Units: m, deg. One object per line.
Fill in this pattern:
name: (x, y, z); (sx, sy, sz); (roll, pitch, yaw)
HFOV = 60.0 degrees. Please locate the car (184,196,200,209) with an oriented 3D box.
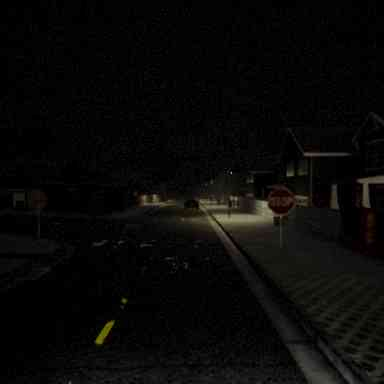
car: (-0.043, 1.445, 44.001); (2.128, 1.511, 4.902); (0, 0, 0)

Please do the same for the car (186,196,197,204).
car: (-0.111, 1.461, 63.616); (2.128, 1.511, 4.902); (0, 0, 0)
